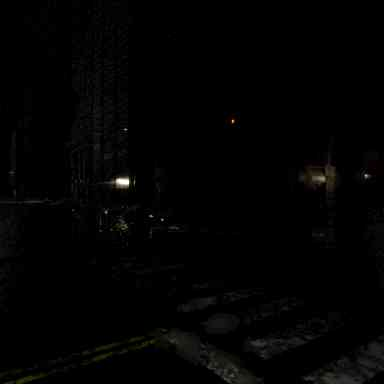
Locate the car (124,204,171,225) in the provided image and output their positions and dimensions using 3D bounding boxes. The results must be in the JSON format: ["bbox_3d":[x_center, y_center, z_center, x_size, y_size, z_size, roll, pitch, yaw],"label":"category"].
[{"bbox_3d":[-3.403,1.608,24.317,1.812,1.442,4.674,1,-1,-37],"label":"car"}]

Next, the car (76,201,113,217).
[{"bbox_3d":[-9.344,1.621,32.688,2.128,1.511,4.902,1,-1,-35],"label":"car"}]

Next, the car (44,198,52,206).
[{"bbox_3d":[-26.482,1.804,62.419,2.128,1.511,4.902,1,-1,-36],"label":"car"}]

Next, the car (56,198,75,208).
[{"bbox_3d":[-20.692,1.792,54.242,1.812,1.442,4.674,1,-1,-35],"label":"car"}]

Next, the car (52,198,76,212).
[{"bbox_3d":[-15.486,1.725,41.382,2.033,1.411,5.357,1,-1,-34],"label":"car"}]
